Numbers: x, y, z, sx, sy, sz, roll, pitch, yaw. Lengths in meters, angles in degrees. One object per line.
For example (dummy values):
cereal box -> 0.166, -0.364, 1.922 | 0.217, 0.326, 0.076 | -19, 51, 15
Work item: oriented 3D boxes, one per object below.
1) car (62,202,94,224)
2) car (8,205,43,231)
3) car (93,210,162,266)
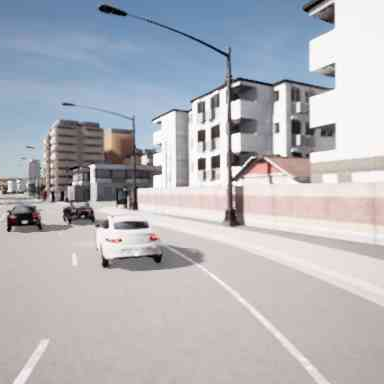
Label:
car -> -8.452, 1.466, 24.697 | 2.128, 1.511, 4.902 | -1, 0, -26
car -> -10.477, 1.535, 20.917 | 1.812, 1.442, 4.674 | -1, 0, -26
car -> -2.281, 1.499, 11.449 | 1.812, 1.442, 4.674 | -1, 0, -19
